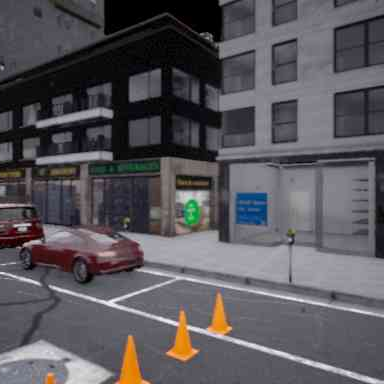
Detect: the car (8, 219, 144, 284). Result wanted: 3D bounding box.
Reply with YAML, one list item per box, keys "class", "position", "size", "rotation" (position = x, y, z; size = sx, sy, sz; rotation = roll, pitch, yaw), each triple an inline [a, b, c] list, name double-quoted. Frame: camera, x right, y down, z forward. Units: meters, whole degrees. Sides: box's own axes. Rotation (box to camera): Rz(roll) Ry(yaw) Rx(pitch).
- class: "car"
  position: [-3.224, 1.614, 9.522]
  size: [4.206, 1.307, 1.802]
  rotation: [0, 0, 36]

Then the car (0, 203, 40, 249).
- class: "car"
  position: [-7.694, 1.354, 12.729]
  size: [5.009, 1.841, 2.192]
  rotation: [0, 0, 36]

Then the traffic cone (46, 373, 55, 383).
- class: "traffic cone"
  position: [-1.305, 1.966, 3.059]
  size: [0.340, 0.580, 0.340]
  rotation: [0, 0, 36]

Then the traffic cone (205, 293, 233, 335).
- class: "traffic cone"
  position: [0.444, 1.976, 5.496]
  size: [0.340, 0.580, 0.340]
  rotation: [0, 0, 36]

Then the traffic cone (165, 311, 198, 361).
- class: "traffic cone"
  position: [-0.139, 1.973, 4.684]
  size: [0.340, 0.580, 0.340]
  rotation: [0, 0, 36]

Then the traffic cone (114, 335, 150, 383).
- class: "traffic cone"
  position: [-0.722, 1.969, 3.871]
  size: [0.340, 0.580, 0.340]
  rotation: [0, 0, 36]
